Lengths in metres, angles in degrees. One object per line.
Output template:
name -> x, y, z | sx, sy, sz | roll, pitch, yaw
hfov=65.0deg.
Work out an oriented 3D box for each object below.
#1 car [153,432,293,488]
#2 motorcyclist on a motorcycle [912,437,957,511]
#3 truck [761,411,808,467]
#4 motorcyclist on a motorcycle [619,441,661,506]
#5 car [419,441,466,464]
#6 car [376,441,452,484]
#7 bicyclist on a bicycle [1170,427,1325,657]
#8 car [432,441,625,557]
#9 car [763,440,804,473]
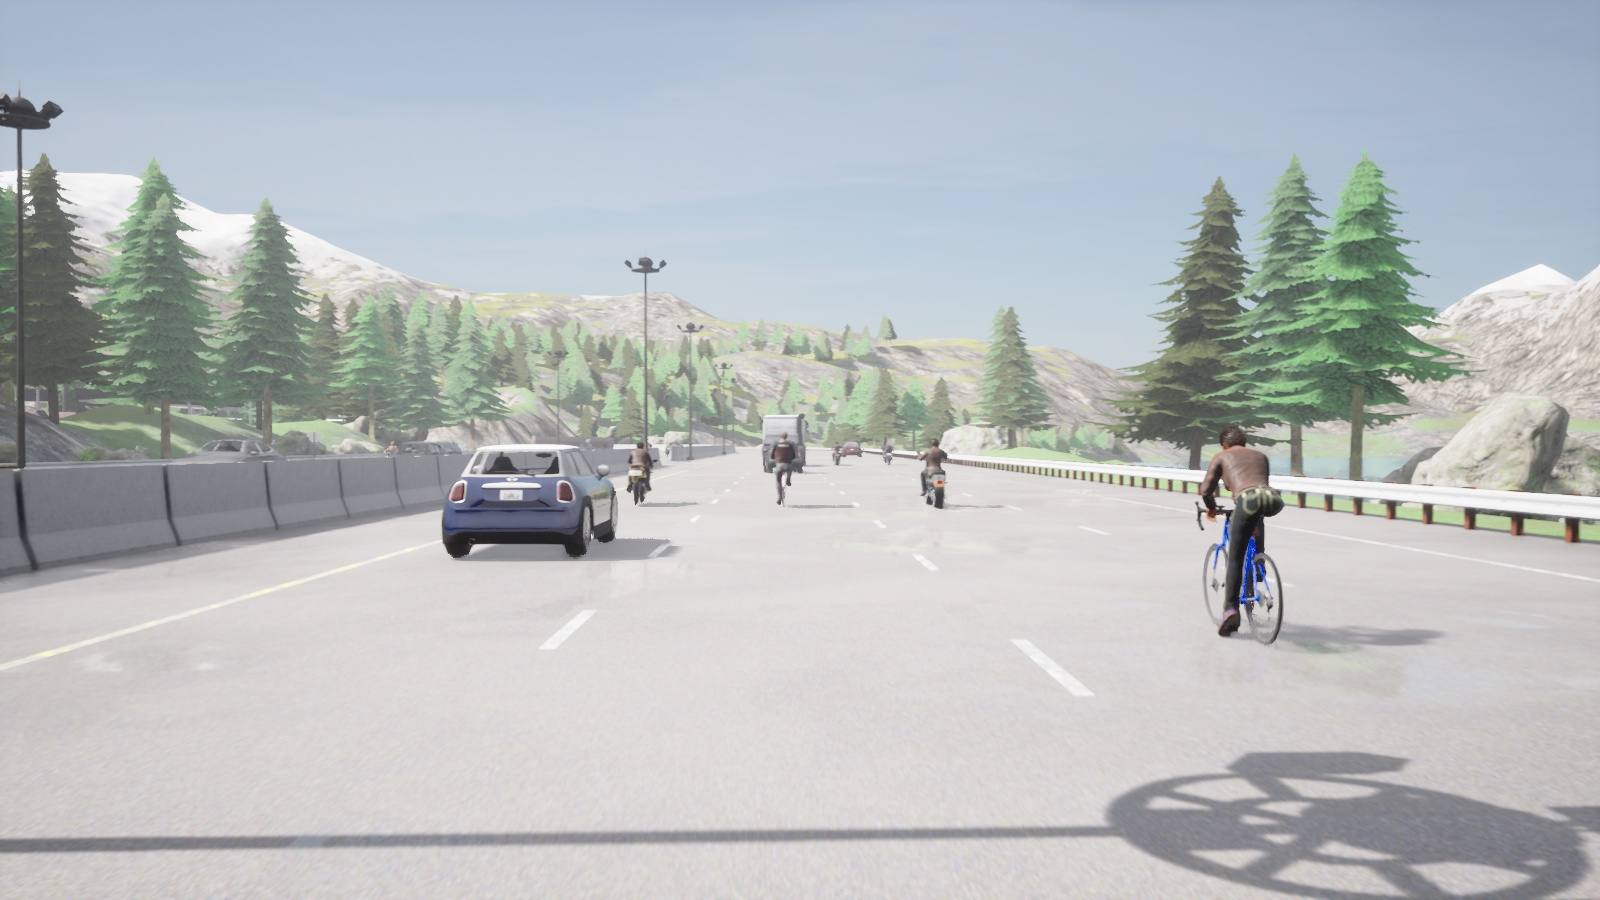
car -> -18.009, 0.291, 39.498 | 2.152, 1.651, 5.027 | 0, 0, -1
motorcyclist on a motorcycle -> 3.132, 0.534, 29.379 | 0.766, 1.649, 2.350 | 0, 0, -1
truck -> -1.007, -0.694, 81.625 | 2.891, 3.462, 7.936 | 0, 0, -1
motorcyclist on a motorcycle -> -3.886, 0.553, 30.619 | 0.797, 1.523, 2.044 | 0, 0, -1
car -> -25.602, 0.152, 90.168 | 2.033, 1.649, 4.856 | 0, 0, -1
car -> -14.621, 0.449, 47.730 | 1.789, 1.549, 3.705 | 0, 0, -1
bicyclist on a bicycle -> 3.402, 0.647, 9.685 | 0.582, 1.620, 1.656 | 0, 0, -1
car -> -3.709, 0.609, 17.830 | 1.970, 1.475, 3.806 | 0, 0, -1
car -> -0.852, 0.292, 62.846 | 1.851, 1.617, 3.988 | 0, 0, -4
